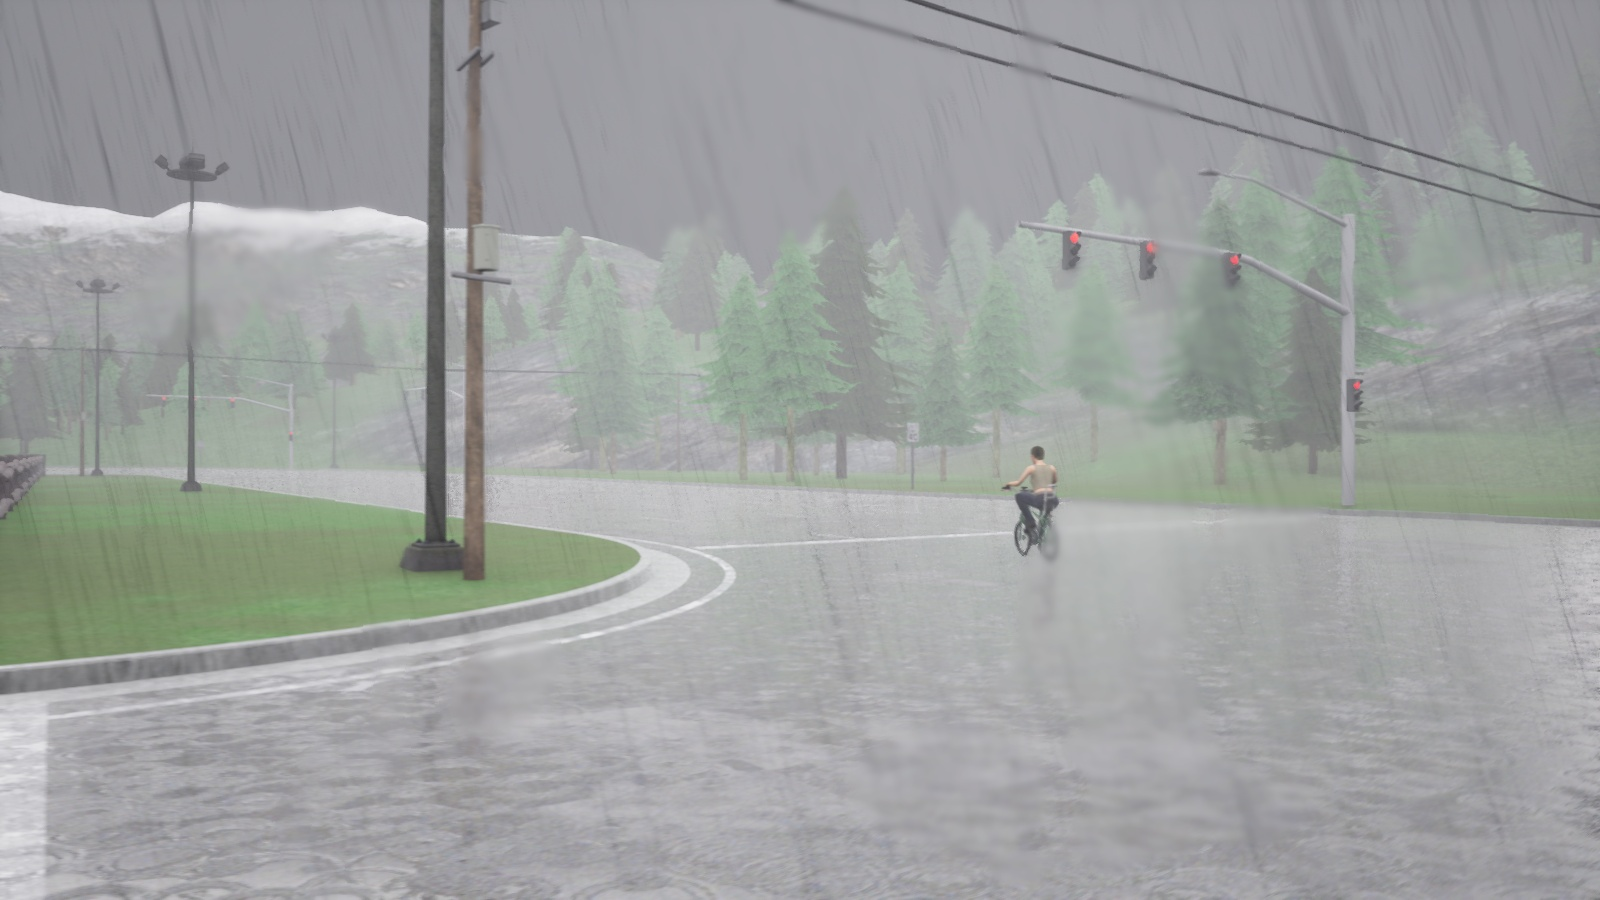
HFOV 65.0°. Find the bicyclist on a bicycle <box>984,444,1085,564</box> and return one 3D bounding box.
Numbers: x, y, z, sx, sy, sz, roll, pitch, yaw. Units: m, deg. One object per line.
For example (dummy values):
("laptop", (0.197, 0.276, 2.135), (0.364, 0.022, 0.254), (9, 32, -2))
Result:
("bicyclist on a bicycle", (3.325, 0.736, 17.928), (0.866, 1.612, 1.509), (-1, 0, -12))
